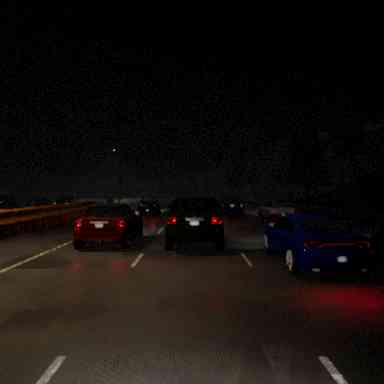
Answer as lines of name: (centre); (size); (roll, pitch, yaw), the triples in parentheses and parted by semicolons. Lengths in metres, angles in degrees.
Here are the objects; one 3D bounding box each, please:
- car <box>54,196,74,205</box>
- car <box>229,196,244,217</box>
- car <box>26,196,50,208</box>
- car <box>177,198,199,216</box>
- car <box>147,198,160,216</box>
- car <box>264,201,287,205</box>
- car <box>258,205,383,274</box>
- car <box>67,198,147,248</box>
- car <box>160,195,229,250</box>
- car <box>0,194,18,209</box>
car: (-15.812, 1.248, 41.543); (1.837, 1.490, 4.892); (0, 0, -8)
car: (3.177, 1.168, 29.369); (2.097, 1.767, 4.553); (0, 0, -3)
car: (-19.412, 1.230, 42.050); (2.128, 1.511, 4.902); (0, 0, -9)
car: (-0.465, 1.328, 31.656); (1.812, 1.442, 4.674); (0, 1, -4)
car: (-3.888, 1.304, 30.370); (2.128, 1.511, 4.902); (0, 1, -4)
car: (6.792, 1.430, 27.443); (1.895, 1.301, 4.718); (0, 0, -2)
car: (3.574, 1.412, 10.356); (1.882, 1.535, 5.008); (0, 1, 0)
car: (-3.410, 1.261, 14.365); (2.097, 1.767, 4.553); (0, 0, 0)
car: (0.094, 1.135, 14.027); (2.150, 2.045, 5.566); (0, 1, 0)
car: (-22.611, 1.104, 39.672); (2.097, 1.767, 4.553); (0, 1, -8)
